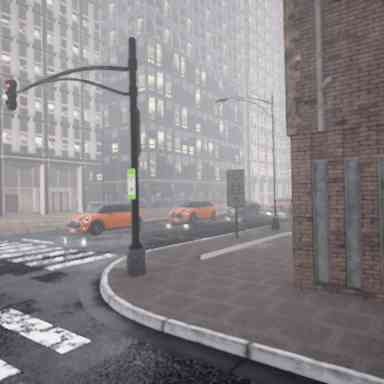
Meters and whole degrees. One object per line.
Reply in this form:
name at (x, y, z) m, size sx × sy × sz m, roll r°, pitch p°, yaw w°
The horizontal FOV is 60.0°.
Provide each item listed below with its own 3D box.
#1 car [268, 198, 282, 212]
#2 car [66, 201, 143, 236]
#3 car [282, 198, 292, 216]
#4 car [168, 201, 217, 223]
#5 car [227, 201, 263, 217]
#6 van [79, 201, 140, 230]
car at (11.319, 1.557, 42.353) m, size 2.097 × 1.767 × 4.553 m, roll -2°, pitch -1°, yaw 36°
car at (-5.104, 1.502, 19.720) m, size 2.097 × 1.767 × 4.553 m, roll -2°, pitch -1°, yaw 37°
car at (10.877, 1.357, 31.918) m, size 2.192 × 1.841 × 5.009 m, roll -2°, pitch -1°, yaw 36°
car at (0.102, 1.519, 26.876) m, size 2.097 × 1.767 × 4.553 m, roll -2°, pitch -1°, yaw 36°
car at (5.379, 1.676, 34.171) m, size 2.128 × 1.511 × 4.902 m, roll -2°, pitch -1°, yaw 36°
van at (-5.664, 1.560, 23.319) m, size 1.690 × 1.788 × 3.998 m, roll -2°, pitch -1°, yaw 36°
